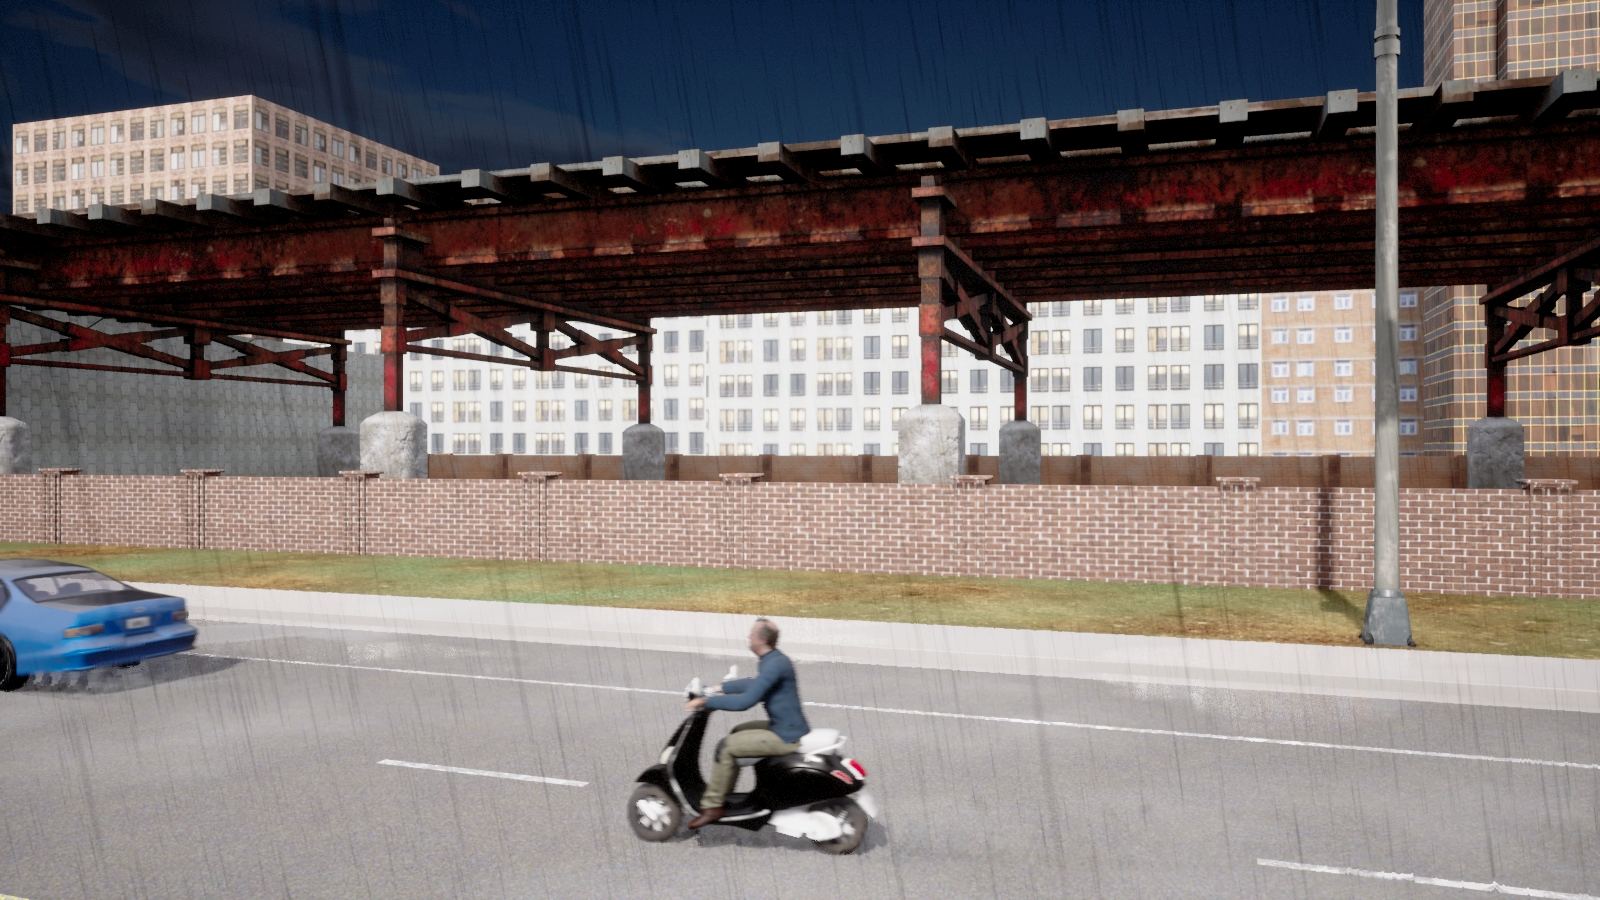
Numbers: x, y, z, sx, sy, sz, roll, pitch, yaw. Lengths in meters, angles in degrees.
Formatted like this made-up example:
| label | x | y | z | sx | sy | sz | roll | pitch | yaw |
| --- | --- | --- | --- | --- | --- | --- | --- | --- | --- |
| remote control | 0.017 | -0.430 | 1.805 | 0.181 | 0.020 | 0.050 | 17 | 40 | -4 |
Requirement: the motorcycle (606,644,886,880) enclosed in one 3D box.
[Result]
| label | x | y | z | sx | sy | sz | roll | pitch | yaw |
| --- | --- | --- | --- | --- | --- | --- | --- | --- | --- |
| motorcycle | -0.346 | 2.129 | 8.028 | 1.805 | 1.341 | 0.856 | 0 | -1 | 11 |

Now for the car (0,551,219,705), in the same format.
| label | x | y | z | sx | sy | sz | roll | pitch | yaw |
| --- | --- | --- | --- | --- | --- | --- | --- | --- | --- |
| car | -10.243 | 2.106 | 14.466 | 5.357 | 1.411 | 2.033 | 0 | 0 | 20 |
